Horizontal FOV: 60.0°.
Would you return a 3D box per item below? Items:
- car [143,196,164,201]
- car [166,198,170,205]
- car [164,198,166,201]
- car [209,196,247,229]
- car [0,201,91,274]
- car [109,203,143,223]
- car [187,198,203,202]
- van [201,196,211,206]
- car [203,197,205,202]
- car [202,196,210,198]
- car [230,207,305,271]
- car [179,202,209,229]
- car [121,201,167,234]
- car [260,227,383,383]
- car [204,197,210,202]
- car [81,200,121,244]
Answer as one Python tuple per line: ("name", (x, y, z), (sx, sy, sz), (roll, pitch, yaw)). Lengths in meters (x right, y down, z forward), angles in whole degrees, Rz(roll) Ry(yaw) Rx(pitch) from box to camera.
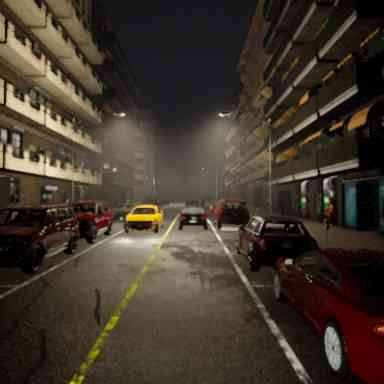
("car", (-5.348, 1.494, 44.153), (2.192, 1.841, 5.009), (1, 0, 0))
("car", (-5.382, 1.895, 66.277), (1.802, 1.307, 4.206), (1, 0, 0))
("car", (-5.360, 1.754, 49.684), (1.887, 1.381, 4.507), (1, 0, 0))
("car", (2.527, 1.391, 21.982), (2.192, 1.841, 5.009), (1, 0, 0))
("car", (-5.305, 1.351, 10.971), (2.192, 1.841, 5.009), (1, 0, 0))
("car", (-5.332, 1.665, 27.563), (1.947, 1.339, 4.313), (1, 0, 0))
("car", (0.049, 1.670, 41.497), (1.837, 1.490, 4.892), (0, 0, 0))
("van", (2.476, 1.617, 60.702), (1.690, 1.788, 3.998), (1, 0, 0))
("car", (2.493, 1.760, 44.107), (1.802, 1.307, 4.206), (1, 0, 0))
("car", (2.484, 1.557, 55.171), (2.192, 1.841, 5.009), (1, 0, 0))
("car", (2.580, 1.476, 10.920), (1.967, 1.590, 4.097), (1, 0, 0))
("car", (0.072, 1.625, 22.281), (2.033, 1.411, 5.357), (0, 0, 0))
("car", (-2.775, 1.546, 20.088), (1.882, 1.535, 5.008), (0, 0, 0))
("car", (2.577, 1.562, 5.388), (1.887, 1.381, 4.507), (1, 0, 0))
("car", (2.510, 1.564, 33.045), (1.967, 1.590, 4.097), (1, 0, 0))
("car", (-5.312, 1.371, 16.501), (2.192, 1.841, 5.009), (1, 0, 0))
